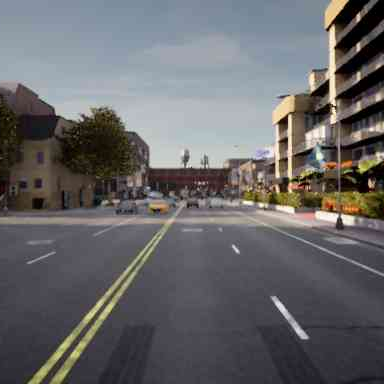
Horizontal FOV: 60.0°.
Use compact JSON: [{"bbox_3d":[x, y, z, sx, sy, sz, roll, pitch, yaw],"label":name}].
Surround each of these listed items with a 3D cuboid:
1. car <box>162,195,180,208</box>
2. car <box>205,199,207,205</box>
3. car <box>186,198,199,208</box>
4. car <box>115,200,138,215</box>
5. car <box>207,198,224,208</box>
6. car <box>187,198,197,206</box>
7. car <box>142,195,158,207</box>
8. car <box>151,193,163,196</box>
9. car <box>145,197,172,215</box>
[{"bbox_3d":[-3.557,1.688,53.059,2.128,1.511,4.902,0,0,0],"label":"car"},{"bbox_3d":[3.515,1.773,62.918,2.033,1.411,5.357,0,0,0],"label":"car"},{"bbox_3d":[0.101,1.692,51.126,1.837,1.490,4.892,0,0,0],"label":"car"},{"bbox_3d":[-7.085,1.648,36.554,1.837,1.490,4.892,0,0,0],"label":"car"},{"bbox_3d":[3.593,1.705,50.079,1.812,1.442,4.674,0,0,0],"label":"car"},{"bbox_3d":[0.015,1.831,63.056,1.895,1.301,4.718,0,0,0],"label":"car"},{"bbox_3d":[-7.039,1.734,54.977,1.812,1.442,4.674,0,0,0],"label":"car"},{"bbox_3d":[-6.983,1.496,71.007,2.033,1.411,5.357,0,0,0],"label":"car"},{"bbox_3d":[-3.585,1.614,36.232,1.882,1.535,5.008,0,0,0],"label":"car"}]
